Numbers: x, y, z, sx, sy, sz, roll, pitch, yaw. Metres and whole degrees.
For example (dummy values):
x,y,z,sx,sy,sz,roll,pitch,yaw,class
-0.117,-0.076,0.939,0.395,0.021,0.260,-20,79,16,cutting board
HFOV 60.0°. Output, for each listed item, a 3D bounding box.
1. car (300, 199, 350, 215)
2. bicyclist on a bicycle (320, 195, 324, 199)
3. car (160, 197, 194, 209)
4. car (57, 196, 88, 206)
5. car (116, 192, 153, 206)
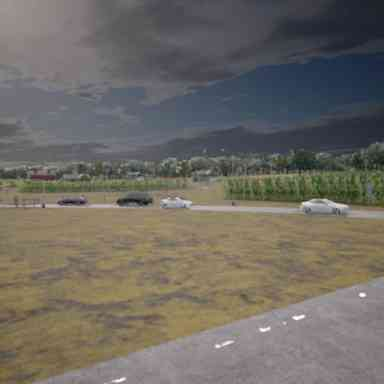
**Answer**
x,y,z,sx,sy,sz,roll,pitch,yaw,class
13.087,1.426,32.981,1.812,1.442,4.674,-3,2,-45,car
15.398,1.165,39.394,0.582,1.620,1.656,1,1,43,bicyclist on a bicycle
-2.027,1.442,44.064,4.674,1.442,1.812,0,2,25,car
-18.648,1.369,52.061,4.674,1.442,1.812,0,1,7,car
-8.589,1.062,49.796,5.566,2.045,2.150,0,2,18,car
